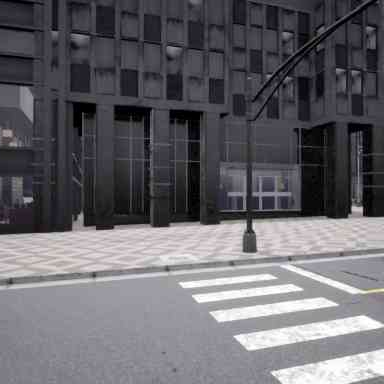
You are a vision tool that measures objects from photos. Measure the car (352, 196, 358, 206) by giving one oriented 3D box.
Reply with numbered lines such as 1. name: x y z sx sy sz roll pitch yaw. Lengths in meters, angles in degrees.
1. car: 20.155 1.088 45.971 2.097 1.767 4.553 0 -1 -17

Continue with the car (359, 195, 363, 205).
1. car: 23.485 1.245 45.947 1.837 1.490 4.892 0 0 -17
